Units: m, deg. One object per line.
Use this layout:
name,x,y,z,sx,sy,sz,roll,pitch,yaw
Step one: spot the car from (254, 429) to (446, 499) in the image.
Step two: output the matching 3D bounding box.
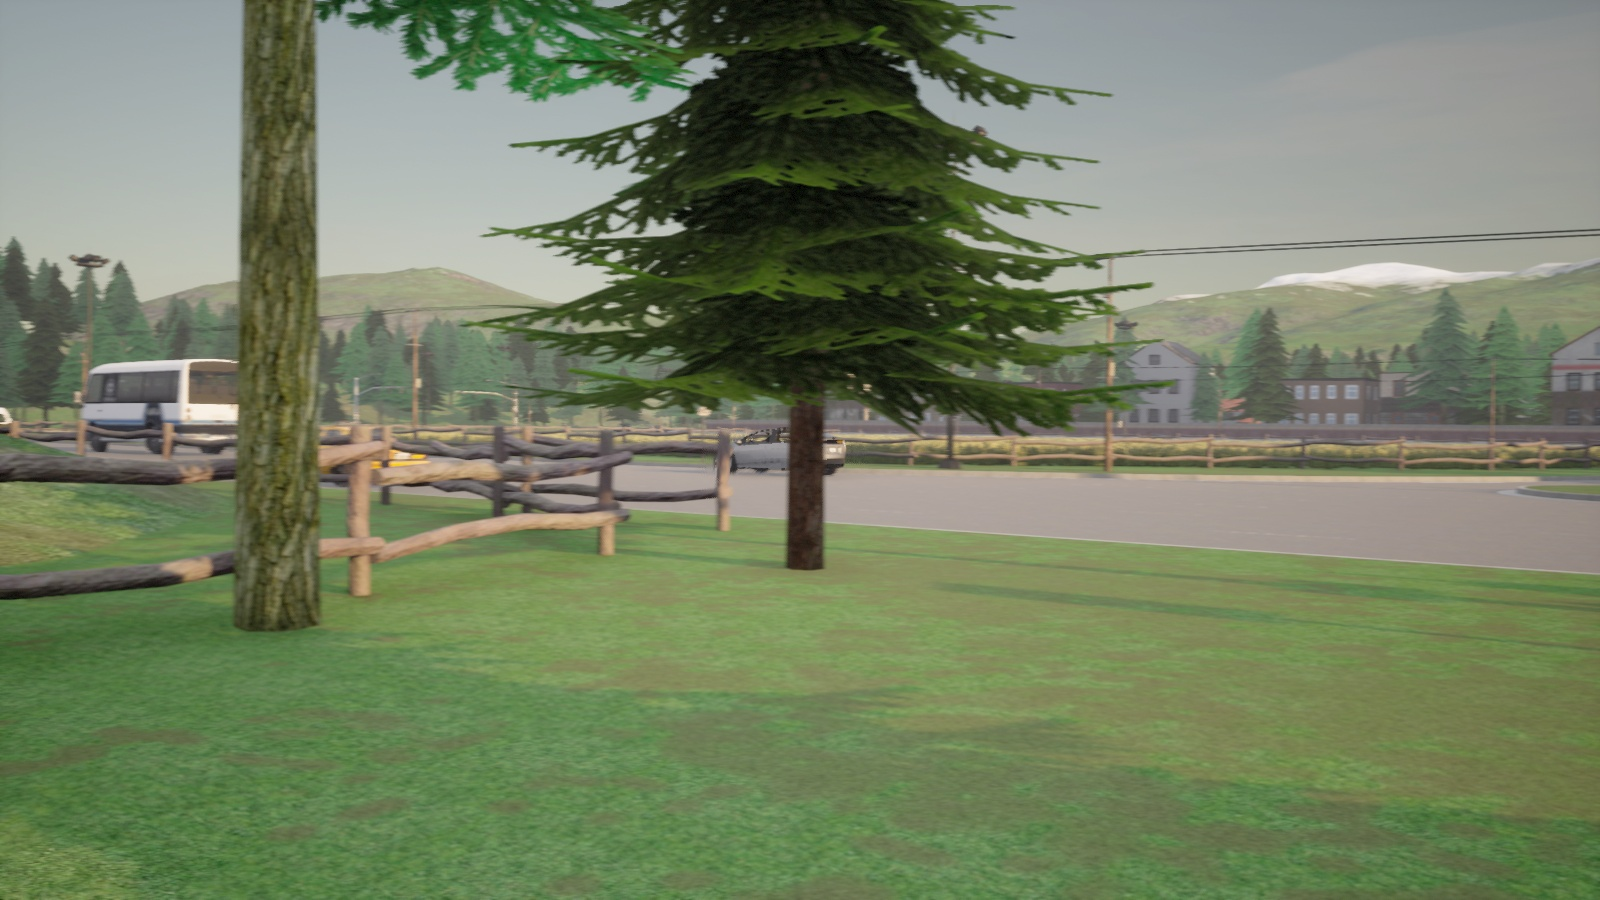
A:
car,-11.164,0.293,30.955,5.366,1.575,1.801,0,1,37

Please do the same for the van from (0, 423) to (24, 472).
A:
van,-35.366,-0.090,53.840,4.480,2.038,2.069,0,1,37

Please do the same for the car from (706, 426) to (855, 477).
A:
car,-0.658,0.022,40.543,4.514,1.525,2.007,0,1,37

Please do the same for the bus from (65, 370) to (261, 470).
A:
bus,-29.662,-1.326,58.261,10.273,4.253,3.944,0,1,37
